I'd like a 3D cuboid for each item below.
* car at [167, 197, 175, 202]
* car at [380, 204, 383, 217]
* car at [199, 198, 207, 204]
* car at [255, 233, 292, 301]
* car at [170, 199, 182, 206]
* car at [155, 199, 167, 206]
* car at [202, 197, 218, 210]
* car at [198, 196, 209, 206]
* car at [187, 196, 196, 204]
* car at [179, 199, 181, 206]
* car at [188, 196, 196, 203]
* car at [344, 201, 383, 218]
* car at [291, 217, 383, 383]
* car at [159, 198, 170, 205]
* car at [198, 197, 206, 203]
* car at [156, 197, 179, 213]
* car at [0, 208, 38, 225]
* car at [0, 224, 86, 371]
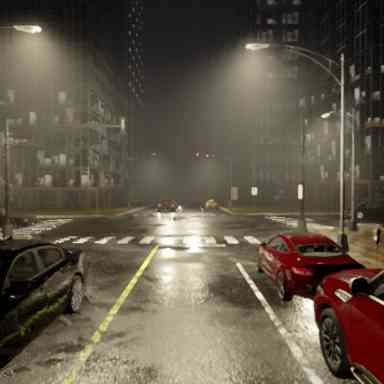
[{"bbox_3d":[-5.723,2.172,91.729,1.802,1.307,4.206,-1,0,0],"label":"car"},{"bbox_3d":[16.114,1.712,23.482,4.313,1.339,1.947,0,1,-5],"label":"car"},{"bbox_3d":[2.631,2.089,80.325,1.947,1.339,4.313,-1,0,0],"label":"car"},{"bbox_3d":[2.673,1.640,8.198,1.802,1.307,4.206,-1,0,0],"label":"car"},{"bbox_3d":[-3.080,2.031,64.697,1.895,1.301,4.718,0,0,1],"label":"car"},{"bbox_3d":[-5.877,1.988,63.361,1.947,1.339,4.313,-1,0,0],"label":"car"},{"bbox_3d":[2.778,1.850,47.735,1.752,1.417,4.829,-1,0,0],"label":"car"},{"bbox_3d":[2.676,1.734,62.817,2.192,1.841,5.009,-1,0,0],"label":"car"},{"bbox_3d":[-0.043,2.071,73.657,1.895,1.301,4.718,0,0,0],"label":"car"},{"bbox_3d":[-3.122,1.831,52.268,1.882,1.535,5.008,0,0,0],"label":"car"},{"bbox_3d":[-0.049,1.853,83.633,1.882,1.535,5.008,0,0,0],"label":"car"},{"bbox_3d":[15.632,1.574,29.258,4.892,1.490,1.837,0,1,-5],"label":"car"},{"bbox_3d":[2.670,1.334,2.575,2.192,1.841,5.009,-1,0,0],"label":"car"},{"bbox_3d":[-5.710,2.022,69.035,1.947,1.339,4.313,-1,0,0],"label":"car"},{"bbox_3d":[2.628,2.108,85.999,2.008,1.369,4.403,-1,0,0],"label":"car"},{"bbox_3d":[-3.138,1.639,42.100,2.097,1.767,4.553,0,0,1],"label":"car"},{"bbox_3d":[-13.695,1.816,23.034,5.357,1.411,2.033,0,1,-1],"label":"car"},{"bbox_3d":[-3.102,1.512,4.850,1.882,1.535,5.008,0,0,0],"label":"car"}]
